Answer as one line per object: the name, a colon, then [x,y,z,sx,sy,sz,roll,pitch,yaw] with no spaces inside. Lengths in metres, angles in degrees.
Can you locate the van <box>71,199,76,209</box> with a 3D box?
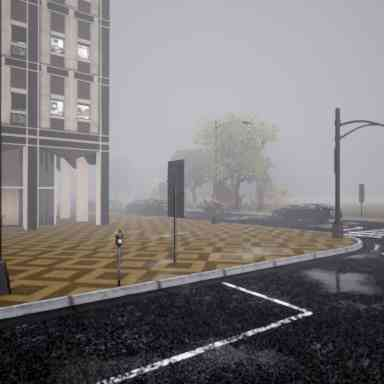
van: [-19.600,2.022,58.240,1.690,1.788,3.998,-1,0,-36]

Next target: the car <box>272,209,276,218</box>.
car: [9.562,1.824,31.621,1.802,1.307,4.206,-1,0,-36]

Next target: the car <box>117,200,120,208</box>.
car: [-14.431,2.158,60.183,1.882,1.535,5.008,0,-1,-36]

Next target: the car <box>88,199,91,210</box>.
car: [-16.343,2.196,53.745,1.802,1.307,4.206,-1,0,-36]

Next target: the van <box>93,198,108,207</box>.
van: [-19.790,2.182,71.939,1.690,1.788,3.998,-1,0,-36]

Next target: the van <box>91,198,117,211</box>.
van: [-13.094,1.888,49.253,1.690,1.788,3.998,-1,0,-36]

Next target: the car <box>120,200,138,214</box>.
car: [-6.624,1.979,40.237,1.947,1.339,4.313,-1,0,-36]

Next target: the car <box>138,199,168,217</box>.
car: [-3.412,1.661,35.719,2.192,1.841,5.009,-1,0,-36]

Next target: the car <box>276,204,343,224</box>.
car: [9.630,1.679,26.947,2.128,1.511,4.902,0,-1,-36]

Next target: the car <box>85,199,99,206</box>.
car: [-23.037,2.348,76.427,1.967,1.590,4.097,-1,0,-36]

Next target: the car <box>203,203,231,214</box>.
car: [3.033,1.956,40.577,1.802,1.307,4.206,-1,0,-36]
